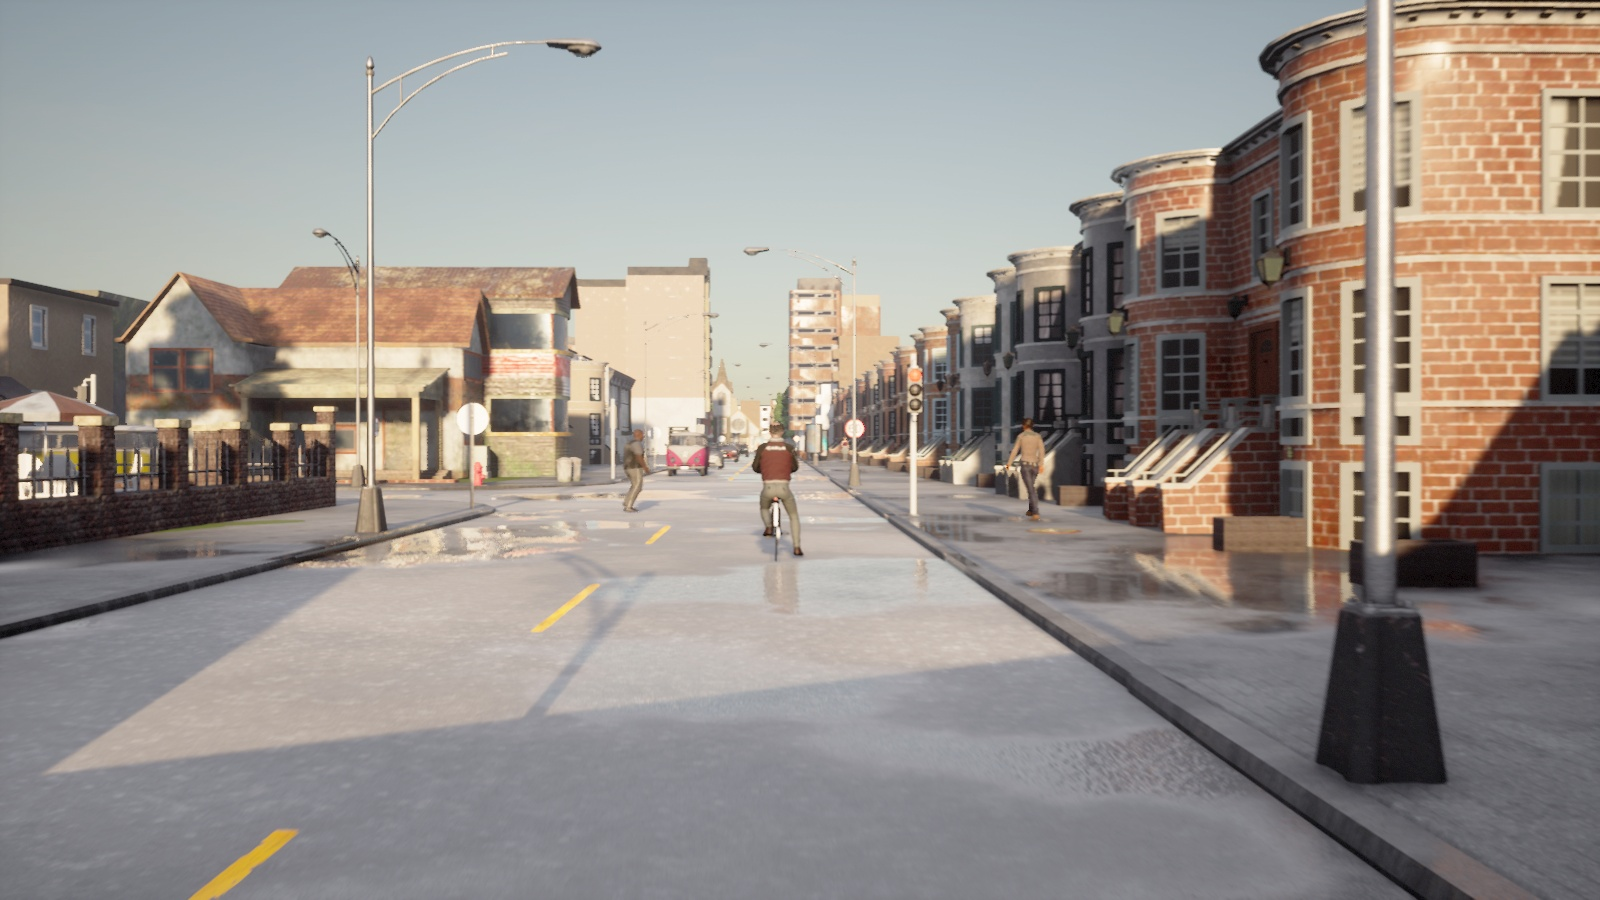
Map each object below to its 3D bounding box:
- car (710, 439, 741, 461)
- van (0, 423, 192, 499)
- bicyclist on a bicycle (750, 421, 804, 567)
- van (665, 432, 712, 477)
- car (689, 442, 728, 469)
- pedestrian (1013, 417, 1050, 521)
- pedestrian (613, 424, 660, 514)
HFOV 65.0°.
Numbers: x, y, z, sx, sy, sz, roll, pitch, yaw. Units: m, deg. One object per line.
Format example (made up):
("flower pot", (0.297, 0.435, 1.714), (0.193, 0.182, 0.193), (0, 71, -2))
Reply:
("car", (-5.749, -0.028, 97.265), (2.152, 1.651, 5.027), (0, 0, -1))
("van", (-19.000, 0.297, 33.758), (4.442, 1.987, 1.775), (0, 0, -1))
("bicyclist on a bicycle", (-0.293, 0.525, 16.168), (0.659, 1.776, 1.843), (0, 1, -1))
("van", (-5.035, 0.173, 57.149), (1.775, 1.987, 4.442), (0, 0, -1))
("car", (-5.328, 0.274, 73.475), (2.007, 1.525, 4.514), (0, 0, -1))
("pedestrian", (4.092, 0.331, 22.236), (0.328, 1.805, 0.869), (0, 0, -12))
("pedestrian", (-3.477, 0.390, 26.689), (0.849, 1.883, 0.563), (0, 0, -27))
